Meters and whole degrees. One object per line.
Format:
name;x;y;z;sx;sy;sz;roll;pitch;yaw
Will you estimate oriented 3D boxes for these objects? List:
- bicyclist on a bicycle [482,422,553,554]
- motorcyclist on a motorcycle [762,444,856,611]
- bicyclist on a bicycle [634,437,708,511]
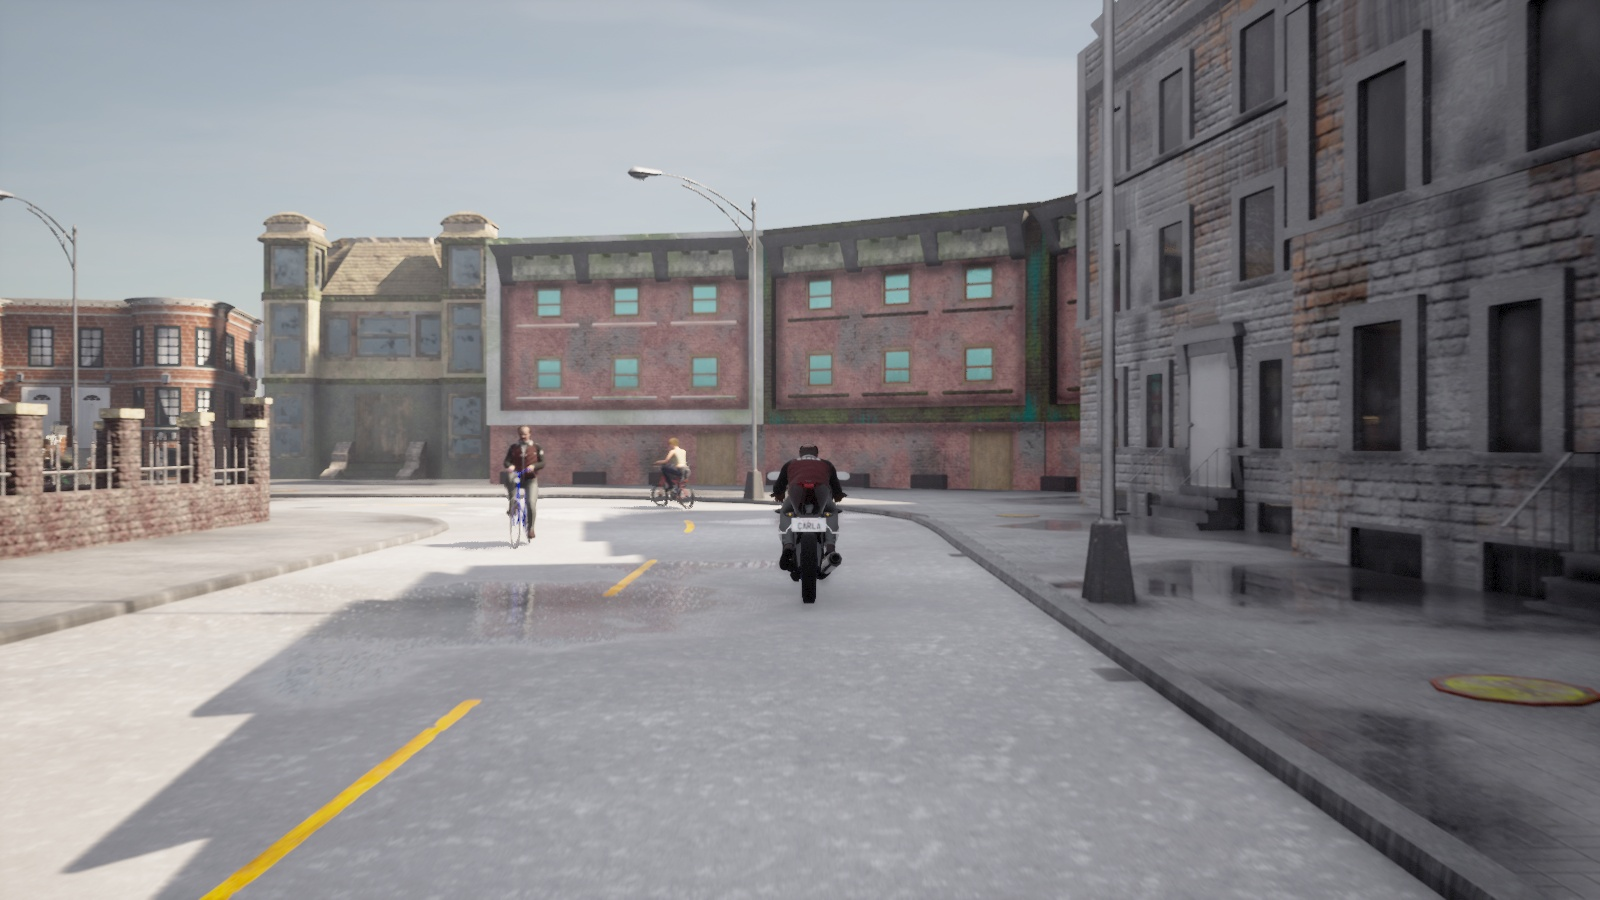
bicyclist on a bicycle;-3.996;0.513;17.897;0.659;1.776;1.843;0;0;-2
motorcyclist on a motorcycle;0.087;0.710;12.646;0.866;1.530;2.191;0;0;0
bicyclist on a bicycle;-2.951;0.521;28.691;0.866;1.612;1.509;-3;2;-45
